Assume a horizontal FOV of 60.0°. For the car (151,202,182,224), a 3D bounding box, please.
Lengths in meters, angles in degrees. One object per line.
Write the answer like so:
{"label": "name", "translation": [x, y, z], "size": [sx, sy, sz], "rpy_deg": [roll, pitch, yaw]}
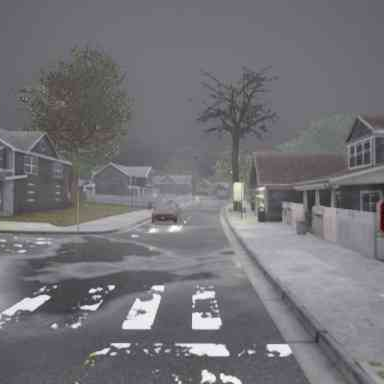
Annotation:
{"label": "car", "translation": [-1.876, 1.553, 25.756], "size": [1.882, 1.535, 5.008], "rpy_deg": [0, 0, 4]}
